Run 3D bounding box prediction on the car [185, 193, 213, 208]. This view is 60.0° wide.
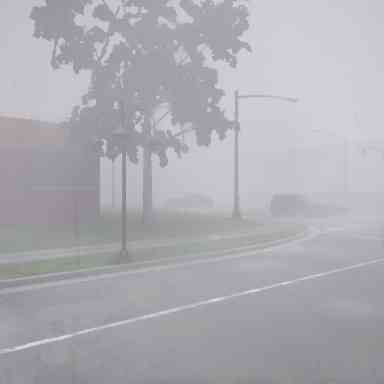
[{"bbox_3d":[0.835,1.221,49.177,2.150,2.045,5.566,0,0,-34],"label":"car"}]

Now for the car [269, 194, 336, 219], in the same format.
[{"bbox_3d":[9.503,1.225,29.872,2.150,2.045,5.566,0,0,-34],"label":"car"}]

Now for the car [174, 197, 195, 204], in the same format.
[{"bbox_3d":[-1.556,1.605,65.449,1.895,1.301,4.718,0,0,-34],"label":"car"}]

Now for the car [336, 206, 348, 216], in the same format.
[{"bbox_3d":[12.351,1.604,31.902,1.895,1.301,4.718,0,0,-34],"label":"car"}]

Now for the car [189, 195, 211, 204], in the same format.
[{"bbox_3d":[1.628,1.482,66.985,1.882,1.535,5.008,0,0,-34],"label":"car"}]

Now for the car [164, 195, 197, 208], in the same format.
[{"bbox_3d":[-2.048,1.550,47.192,2.033,1.411,5.357,0,0,-34],"label":"car"}]
